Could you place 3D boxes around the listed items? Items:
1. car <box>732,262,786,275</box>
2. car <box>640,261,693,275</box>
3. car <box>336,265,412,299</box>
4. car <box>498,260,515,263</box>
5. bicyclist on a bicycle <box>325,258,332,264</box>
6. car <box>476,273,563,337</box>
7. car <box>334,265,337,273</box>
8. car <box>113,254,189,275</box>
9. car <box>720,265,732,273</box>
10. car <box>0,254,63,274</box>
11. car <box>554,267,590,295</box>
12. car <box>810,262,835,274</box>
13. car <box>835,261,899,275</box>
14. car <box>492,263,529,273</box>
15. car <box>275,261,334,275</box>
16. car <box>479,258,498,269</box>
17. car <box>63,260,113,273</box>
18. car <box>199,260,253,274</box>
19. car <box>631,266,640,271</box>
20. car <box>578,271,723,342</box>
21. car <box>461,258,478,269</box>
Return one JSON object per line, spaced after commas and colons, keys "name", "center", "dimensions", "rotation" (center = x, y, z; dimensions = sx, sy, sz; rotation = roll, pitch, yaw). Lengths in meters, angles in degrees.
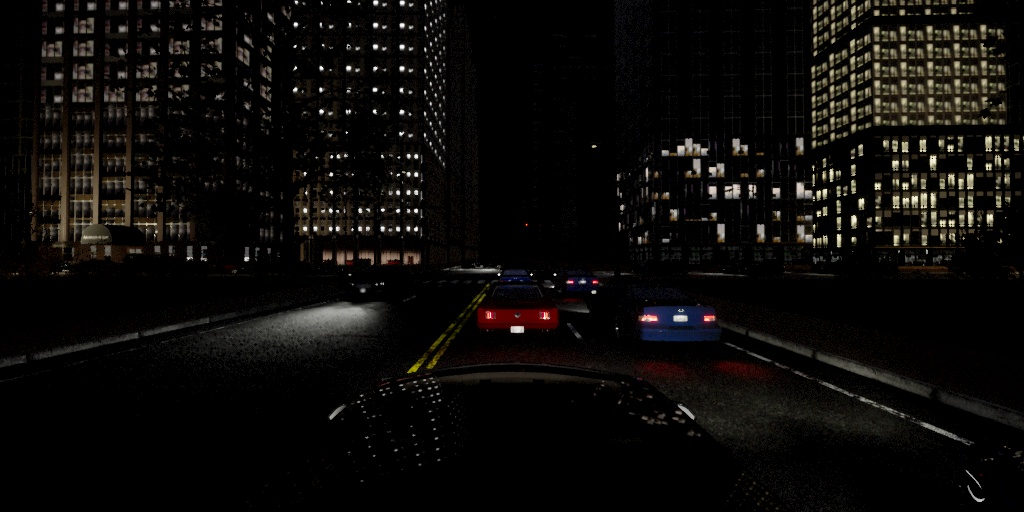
{"name": "car", "center": [27.176, 1.334, 39.086], "dimensions": [4.674, 1.442, 1.812], "rotation": [0, -1, 2]}
{"name": "car", "center": [17.212, 1.288, 39.412], "dimensions": [4.902, 1.511, 2.128], "rotation": [0, -1, 2]}
{"name": "car", "center": [-6.492, 1.242, 18.109], "dimensions": [2.128, 1.511, 4.902], "rotation": [0, 0, 1]}
{"name": "car", "center": [-0.486, 1.295, 52.829], "dimensions": [1.994, 1.385, 4.181], "rotation": [0, 0, 4]}
{"name": "bicyclist on a bicycle", "center": [-24.937, 1.148, 48.779], "dimensions": [0.582, 1.620, 1.656], "rotation": [0, -1, 2]}
{"name": "car", "center": [0.136, 1.352, 10.227], "dimensions": [1.895, 1.301, 4.718], "rotation": [0, 0, 0]}
{"name": "car", "center": [-19.811, 1.263, 37.732], "dimensions": [4.181, 1.385, 1.994], "rotation": [0, -1, 2]}
{"name": "car", "center": [-34.814, 0.843, 35.010], "dimensions": [5.566, 2.045, 2.150], "rotation": [1, -1, 2]}
{"name": "car", "center": [27.048, 1.419, 42.352], "dimensions": [4.181, 1.385, 1.994], "rotation": [0, -1, 2]}
{"name": "car", "center": [-51.872, 1.004, 38.923], "dimensions": [4.553, 1.767, 2.097], "rotation": [0, -1, 3]}
{"name": "car", "center": [3.433, 1.298, 19.764], "dimensions": [2.033, 1.411, 5.357], "rotation": [0, 0, 0]}
{"name": "car", "center": [37.756, 1.393, 42.004], "dimensions": [4.674, 1.442, 1.812], "rotation": [0, -1, 2]}
{"name": "car", "center": [38.536, 1.299, 38.726], "dimensions": [5.008, 1.535, 1.882], "rotation": [0, -1, 2]}
{"name": "car", "center": [0.183, 1.299, 19.804], "dimensions": [2.033, 1.411, 5.357], "rotation": [0, 0, 0]}
{"name": "car", "center": [-20.167, 1.177, 34.495], "dimensions": [4.674, 1.442, 1.812], "rotation": [0, -1, 2]}
{"name": "car", "center": [-3.629, 1.221, 57.650], "dimensions": [2.128, 1.511, 4.902], "rotation": [0, 0, -1]}
{"name": "car", "center": [-49.017, 1.209, 42.141], "dimensions": [4.892, 1.490, 1.837], "rotation": [0, -1, 3]}
{"name": "car", "center": [-30.357, 1.161, 38.102], "dimensions": [5.008, 1.535, 1.882], "rotation": [0, -1, 2]}
{"name": "car", "center": [17.037, 1.390, 42.669], "dimensions": [5.357, 1.411, 2.033], "rotation": [0, -1, 2]}
{"name": "car", "center": [3.383, 1.299, 9.694], "dimensions": [2.033, 1.411, 5.357], "rotation": [0, 0, 0]}
{"name": "car", "center": [-6.863, 1.234, 56.800], "dimensions": [1.837, 1.490, 4.892], "rotation": [0, 0, 0]}
